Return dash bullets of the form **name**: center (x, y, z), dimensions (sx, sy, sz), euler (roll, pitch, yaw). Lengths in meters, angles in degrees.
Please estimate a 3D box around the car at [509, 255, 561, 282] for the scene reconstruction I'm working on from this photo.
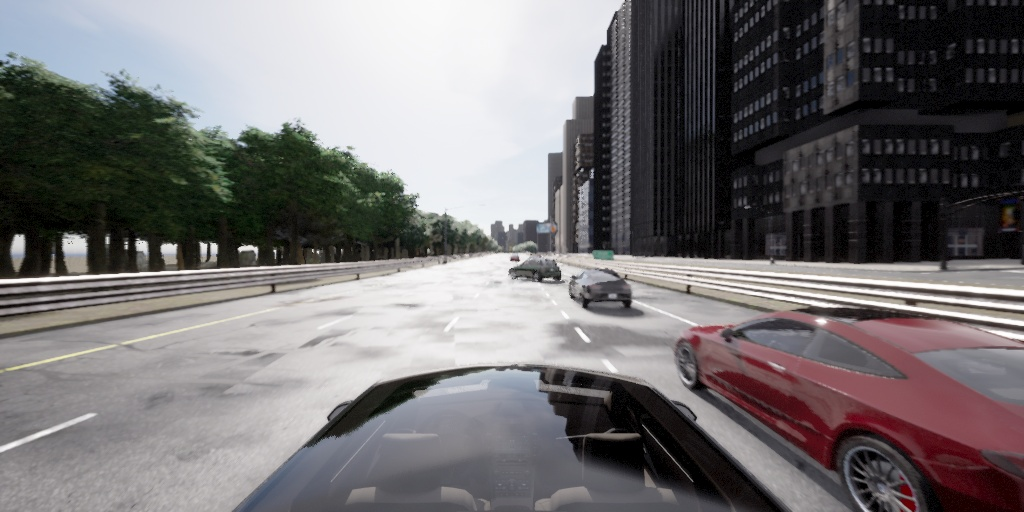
- **car**: center (1.715, 0.993, 28.017), dimensions (2.097, 1.767, 4.553), euler (0, 1, -35)

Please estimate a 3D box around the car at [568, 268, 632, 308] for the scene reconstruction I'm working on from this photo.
- **car**: center (3.518, 1.227, 14.810), dimensions (1.812, 1.442, 4.674), euler (0, 0, 0)

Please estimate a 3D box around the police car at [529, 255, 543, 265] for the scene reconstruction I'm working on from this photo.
- **police car**: center (3.848, 0.611, 58.791), dimensions (1.930, 1.638, 5.238), euler (0, 1, 1)

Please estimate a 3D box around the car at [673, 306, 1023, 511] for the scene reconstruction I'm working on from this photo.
- **car**: center (3.500, 1.269, 3.838), dimensions (1.812, 1.442, 4.674), euler (0, 0, 0)
